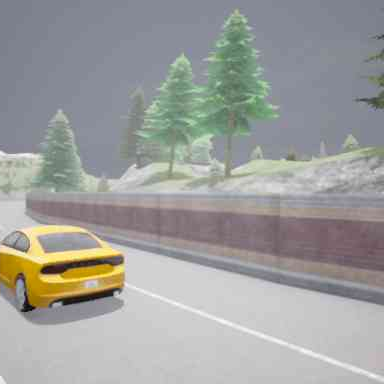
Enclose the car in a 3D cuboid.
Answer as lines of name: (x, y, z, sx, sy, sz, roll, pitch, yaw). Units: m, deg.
car: (-3.491, 1.541, 7.992, 1.882, 1.535, 5.008, 2, -1, -42)
